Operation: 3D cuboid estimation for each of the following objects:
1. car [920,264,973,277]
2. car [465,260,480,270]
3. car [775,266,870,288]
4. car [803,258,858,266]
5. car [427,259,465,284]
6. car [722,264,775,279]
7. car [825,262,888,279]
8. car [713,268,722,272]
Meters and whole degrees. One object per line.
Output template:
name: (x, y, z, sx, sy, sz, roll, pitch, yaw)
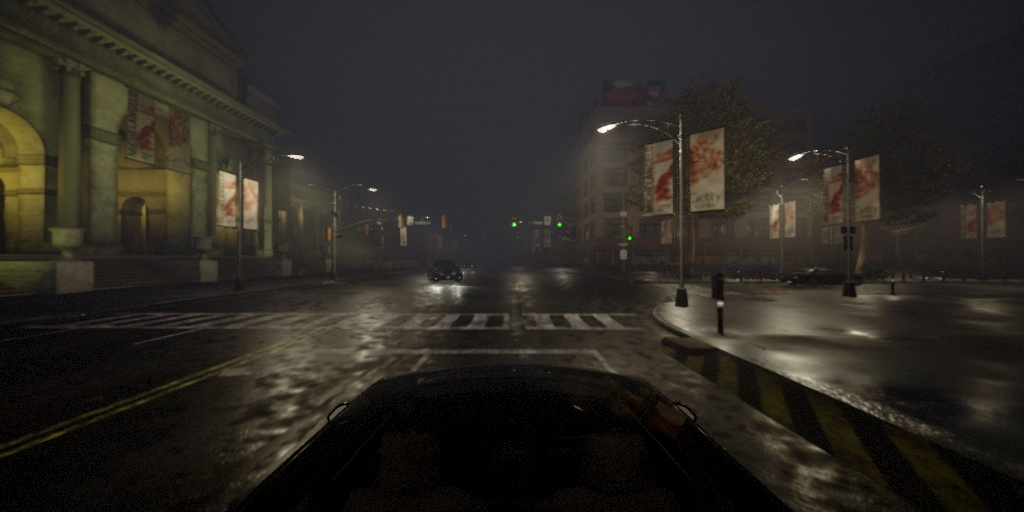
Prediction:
car: (46.941, 1.557, 38.713, 5.357, 1.411, 2.033, 0, 0, -15)
car: (-6.894, 1.469, 58.914, 1.837, 1.490, 4.892, 0, 0, 0)
car: (21.557, 1.515, 25.030, 4.718, 1.301, 1.895, 0, -1, -1)
car: (34.031, 1.223, 38.172, 5.566, 2.045, 2.150, 0, 0, 0)
car: (-5.822, 1.279, 30.163, 2.150, 2.045, 5.566, -1, 0, -20)
car: (23.440, 1.501, 34.663, 4.674, 1.442, 1.812, 0, 0, 0)
car: (33.511, 1.542, 34.656, 4.181, 1.385, 1.994, 0, 0, 0)
car: (23.747, 1.562, 38.150, 4.181, 1.385, 1.994, 0, 0, 0)
